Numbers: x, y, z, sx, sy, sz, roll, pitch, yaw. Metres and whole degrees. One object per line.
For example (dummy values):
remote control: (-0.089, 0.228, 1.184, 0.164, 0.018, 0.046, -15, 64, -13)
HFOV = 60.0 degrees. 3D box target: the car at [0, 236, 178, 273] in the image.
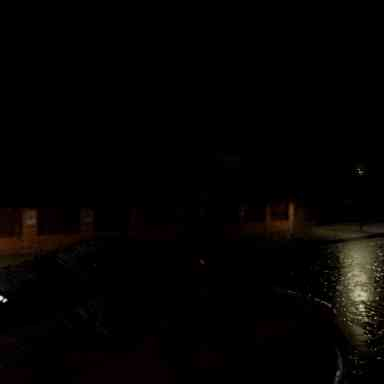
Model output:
car: (-1.720, 1.586, 6.451, 4.181, 1.385, 1.994, 1, 0, -35)

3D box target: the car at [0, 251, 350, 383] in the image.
car: (-0.197, 1.582, 3.545, 4.181, 1.385, 1.994, 1, 0, -36)
